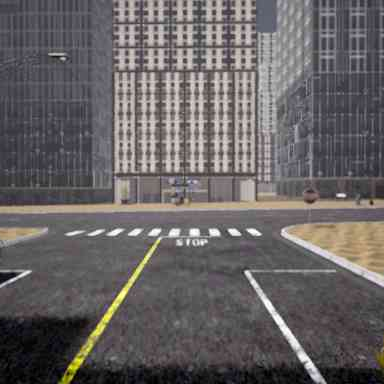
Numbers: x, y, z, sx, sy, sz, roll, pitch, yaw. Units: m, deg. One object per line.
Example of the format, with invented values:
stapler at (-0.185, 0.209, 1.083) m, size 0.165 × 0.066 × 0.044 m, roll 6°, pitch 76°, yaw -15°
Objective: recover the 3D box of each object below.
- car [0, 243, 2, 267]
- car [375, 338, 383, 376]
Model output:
car at (-5.698, 1.519, 6.800) m, size 2.008 × 1.369 × 4.403 m, roll -1°, pitch 0°, yaw 0°
car at (2.682, 1.518, 1.411) m, size 1.752 × 1.417 × 4.829 m, roll -1°, pitch 0°, yaw 0°
